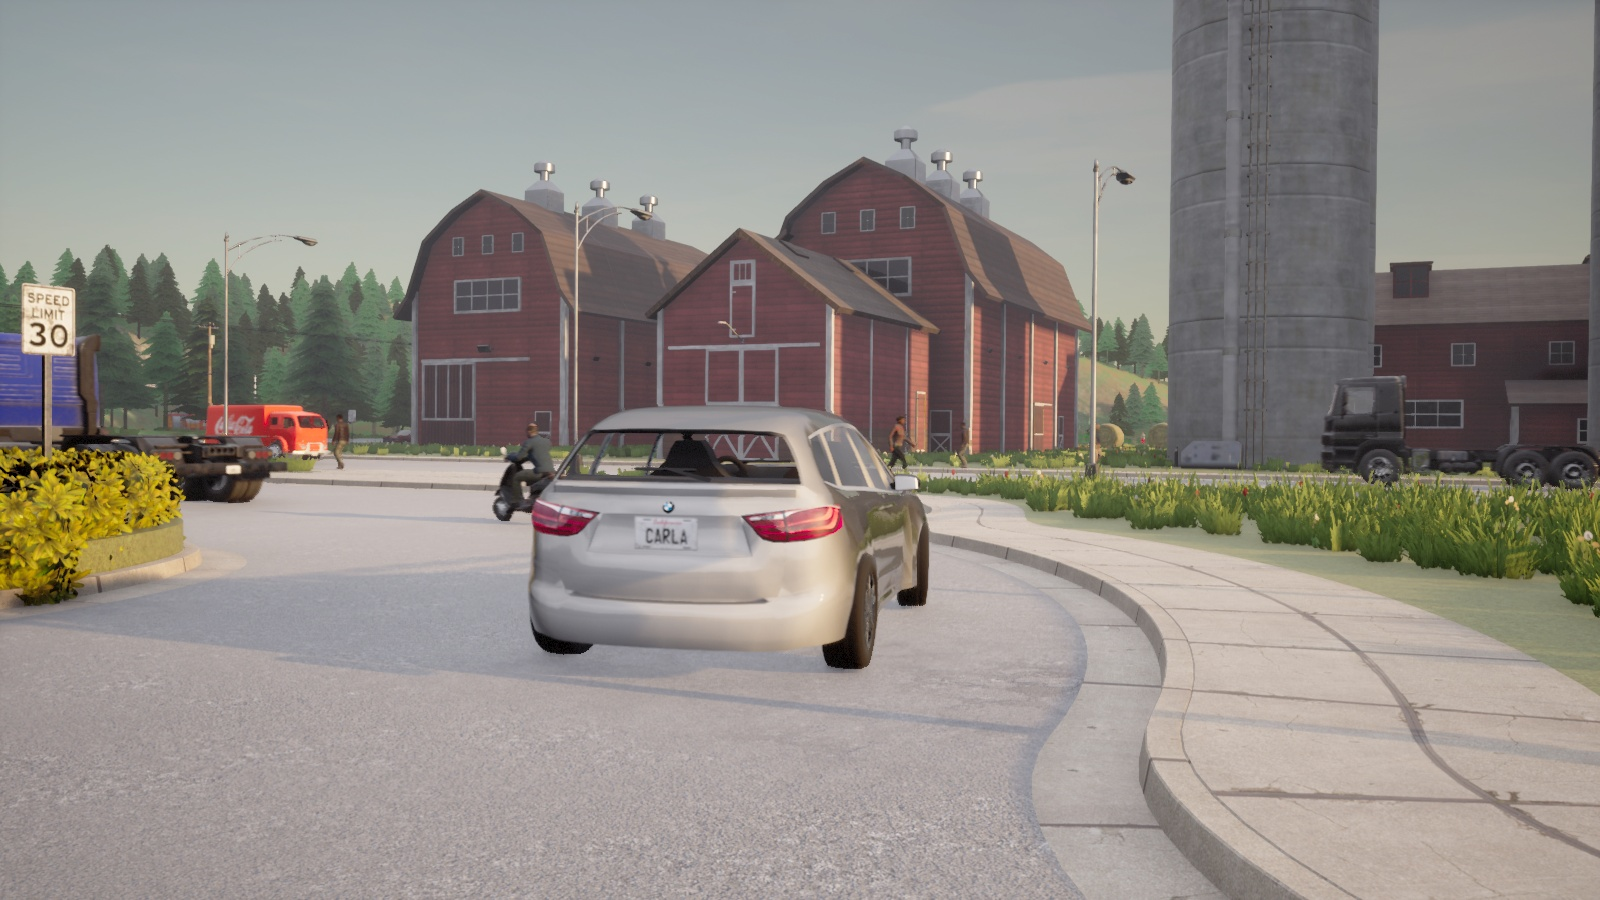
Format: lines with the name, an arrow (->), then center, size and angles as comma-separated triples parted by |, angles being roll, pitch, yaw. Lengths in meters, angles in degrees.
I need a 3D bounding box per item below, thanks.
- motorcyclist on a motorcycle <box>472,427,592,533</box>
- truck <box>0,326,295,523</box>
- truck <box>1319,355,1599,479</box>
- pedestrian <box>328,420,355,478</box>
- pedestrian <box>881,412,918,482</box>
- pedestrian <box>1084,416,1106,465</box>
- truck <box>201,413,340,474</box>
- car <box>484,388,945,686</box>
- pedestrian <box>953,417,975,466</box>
motorcyclist on a motorcycle -> -4.258, 0.453, 19.897 | 1.817, 1.590, 0.866 | 0, 1, 38
truck -> -14.173, -0.464, 25.119 | 7.936, 3.462, 2.891 | 0, 1, 25
truck -> 19.991, -0.946, 37.831 | 7.936, 3.462, 2.891 | 0, 1, 25
pedestrian -> -14.689, -0.027, 40.220 | 0.703, 1.840, 0.431 | 0, 1, 29
pedestrian -> 2.595, -0.082, 32.725 | 0.869, 1.805, 0.328 | 0, 1, 24
pedestrian -> 11.143, -0.359, 47.431 | 0.694, 1.848, 0.540 | 0, 1, 26
truck -> -22.717, -0.282, 53.866 | 5.204, 2.467, 2.627 | 0, 1, 25
car -> -0.277, 0.450, 9.509 | 2.242, 1.667, 4.611 | 0, 1, 13
pedestrian -> 6.290, -0.325, 48.167 | 0.703, 1.840, 0.431 | 0, 1, 22
